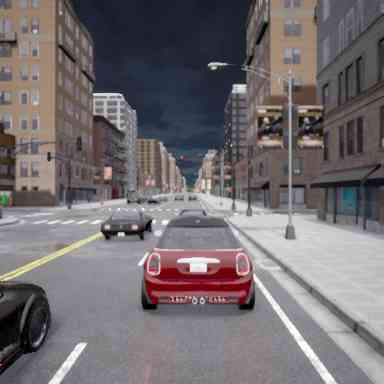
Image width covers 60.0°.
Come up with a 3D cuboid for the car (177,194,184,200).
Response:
[{"bbox_3d":[-3.030,1.290,88.293,1.812,1.442,4.674,0,0,0],"label":"car"}]

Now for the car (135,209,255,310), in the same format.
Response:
[{"bbox_3d":[0.119,1.344,7.960,2.097,1.767,4.553,0,0,0],"label":"car"}]

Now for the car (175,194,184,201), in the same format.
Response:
[{"bbox_3d":[-3.055,1.460,78.290,1.994,1.385,4.181,0,0,0],"label":"car"}]

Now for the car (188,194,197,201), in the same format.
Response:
[{"bbox_3d":[0.195,1.262,78.251,2.097,1.767,4.553,0,0,0],"label":"car"}]

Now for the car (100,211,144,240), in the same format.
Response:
[{"bbox_3d":[-3.109,1.584,16.899,1.895,1.301,4.718,0,0,0],"label":"car"}]

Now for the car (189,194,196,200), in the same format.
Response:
[{"bbox_3d":[0.220,1.290,88.285,1.812,1.442,4.674,0,0,0],"label":"car"}]

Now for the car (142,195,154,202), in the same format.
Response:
[{"bbox_3d":[-9.569,1.456,72.775,2.033,1.411,5.357,0,0,0],"label":"car"}]

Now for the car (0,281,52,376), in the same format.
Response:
[{"bbox_3d":[-3.134,1.560,3.436,1.994,1.385,4.181,0,0,-1],"label":"car"}]

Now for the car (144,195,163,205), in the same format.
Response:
[{"bbox_3d":[-6.436,1.539,56.266,1.895,1.301,4.718,0,0,0],"label":"car"}]

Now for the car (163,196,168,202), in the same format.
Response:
[{"bbox_3d":[-6.323,1.471,71.309,1.994,1.385,4.181,0,0,0],"label":"car"}]

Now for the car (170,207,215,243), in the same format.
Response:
[{"bbox_3d":[0.051,1.548,16.662,1.994,1.385,4.181,0,0,1],"label":"car"}]

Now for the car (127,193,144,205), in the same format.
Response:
[{"bbox_3d":[-9.677,1.159,56.980,2.150,2.045,5.566,0,0,1],"label":"car"}]
